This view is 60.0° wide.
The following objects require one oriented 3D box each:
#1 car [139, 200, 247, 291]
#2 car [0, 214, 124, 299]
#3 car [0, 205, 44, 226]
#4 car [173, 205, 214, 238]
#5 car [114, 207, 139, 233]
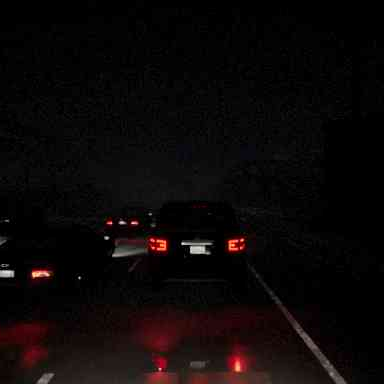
[{"bbox_3d":[0.094,1.221,9.149,2.150,2.045,5.566,0,0,0],"label":"car"},{"bbox_3d":[-3.411,1.547,8.608,2.033,1.411,5.357,0,0,0],"label":"car"},{"bbox_3d":[-10.512,1.528,19.689,2.128,1.511,4.902,0,0,0],"label":"car"},{"bbox_3d":[0.090,1.547,19.080,2.033,1.411,5.357,0,0,0],"label":"car"},{"bbox_3d":[-3.413,1.547,18.680,2.033,1.411,5.357,0,0,0],"label":"car"}]
